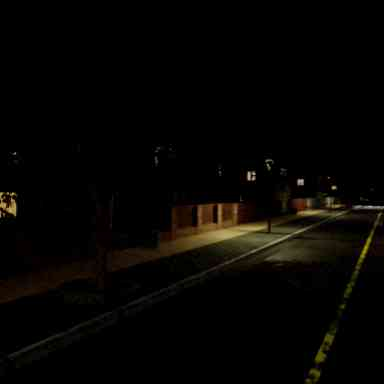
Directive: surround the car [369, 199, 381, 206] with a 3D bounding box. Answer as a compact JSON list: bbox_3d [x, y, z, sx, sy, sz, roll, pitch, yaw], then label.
[{"bbox_3d":[32.911,1.831,59.758,1.895,1.301,4.718,0,0,31],"label":"car"}]
